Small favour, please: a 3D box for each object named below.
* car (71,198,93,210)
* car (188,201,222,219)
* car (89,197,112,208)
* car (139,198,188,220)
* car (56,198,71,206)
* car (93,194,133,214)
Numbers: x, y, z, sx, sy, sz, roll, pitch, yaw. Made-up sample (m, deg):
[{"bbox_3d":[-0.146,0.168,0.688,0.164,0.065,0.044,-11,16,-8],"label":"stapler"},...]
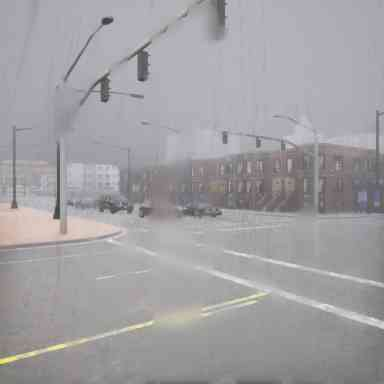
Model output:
[{"bbox_3d":[-14.213,1.526,44.300,1.812,1.442,4.674,0,0,-35],"label":"car"},{"bbox_3d":[0.519,1.547,29.642,2.033,1.411,5.357,0,0,-31],"label":"car"},{"bbox_3d":[-13.860,1.504,50.118,1.837,1.490,4.892,0,0,-36],"label":"car"},{"bbox_3d":[-2.709,1.352,28.266,2.097,1.767,4.553,0,0,-35],"label":"car"},{"bbox_3d":[-20.014,1.563,52.429,1.994,1.385,4.181,0,0,-35],"label":"car"},{"bbox_3d":[-8.422,1.221,36.205,2.150,2.045,5.566,0,0,-36],"label":"car"}]
